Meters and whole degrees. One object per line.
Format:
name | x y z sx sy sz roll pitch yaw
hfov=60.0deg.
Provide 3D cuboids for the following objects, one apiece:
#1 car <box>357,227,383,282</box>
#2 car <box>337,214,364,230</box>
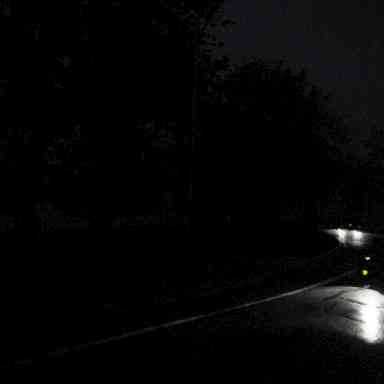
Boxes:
car | 6.302 1.819 9.477 1.994 1.385 4.181 1 -2 43
car | 14.308 2.716 30.292 1.994 1.385 4.181 1 -2 22
